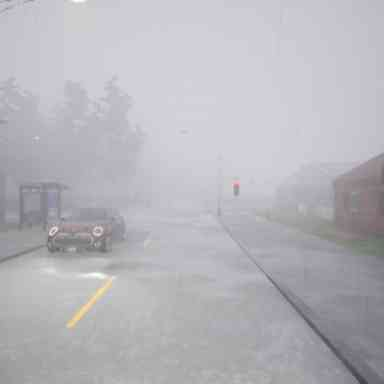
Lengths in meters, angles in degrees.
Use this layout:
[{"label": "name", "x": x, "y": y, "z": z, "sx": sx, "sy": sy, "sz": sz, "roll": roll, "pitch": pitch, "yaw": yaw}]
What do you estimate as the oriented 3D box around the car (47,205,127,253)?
[{"label": "car", "x": -4.071, "y": 1.360, "z": 13.571, "sx": 2.097, "sy": 1.767, "sz": 4.553, "roll": 0, "pitch": 0, "yaw": 0}]
